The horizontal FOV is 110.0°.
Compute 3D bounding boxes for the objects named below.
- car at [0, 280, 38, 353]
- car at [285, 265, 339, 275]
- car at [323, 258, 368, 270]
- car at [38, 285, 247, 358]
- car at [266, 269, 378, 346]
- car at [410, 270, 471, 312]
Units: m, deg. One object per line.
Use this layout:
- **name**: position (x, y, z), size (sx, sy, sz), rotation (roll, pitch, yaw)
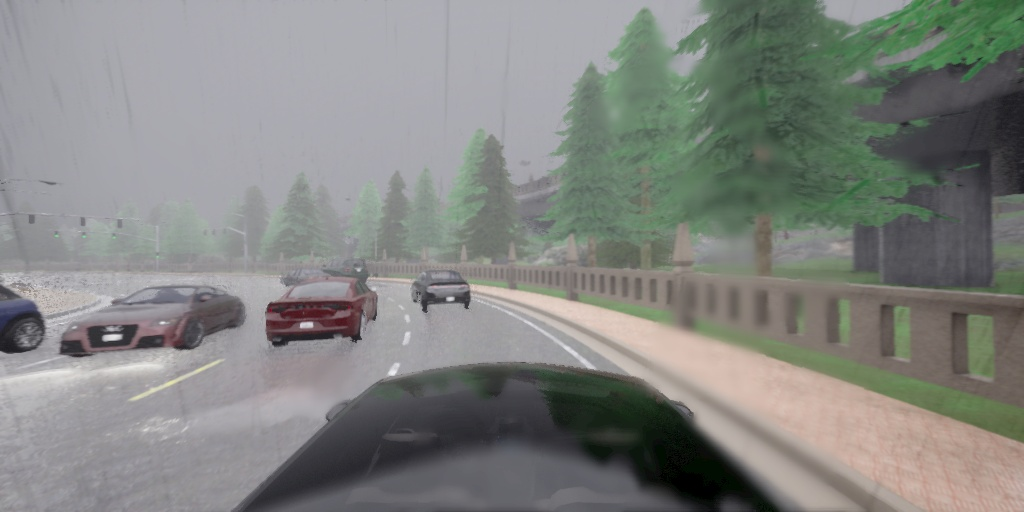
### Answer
- **car**: position (-11.314, 1.243, 6.133), size (2.097, 1.767, 4.553), rotation (-1, 0, -14)
- **car**: position (-14.922, 1.554, 25.922), size (5.357, 1.411, 2.033), rotation (-1, 0, 41)
- **car**: position (-14.002, 1.233, 29.559), size (5.566, 2.045, 2.150), rotation (-1, -1, 39)
- **car**: position (-8.470, 1.435, 8.980), size (1.994, 1.385, 4.181), rotation (0, 0, -17)
- **car**: position (-4.910, 1.313, 9.914), size (1.882, 1.535, 5.008), rotation (0, 0, -14)
- **car**: position (-3.084, 1.327, 14.975), size (2.128, 1.511, 4.902), rotation (0, 0, -22)
